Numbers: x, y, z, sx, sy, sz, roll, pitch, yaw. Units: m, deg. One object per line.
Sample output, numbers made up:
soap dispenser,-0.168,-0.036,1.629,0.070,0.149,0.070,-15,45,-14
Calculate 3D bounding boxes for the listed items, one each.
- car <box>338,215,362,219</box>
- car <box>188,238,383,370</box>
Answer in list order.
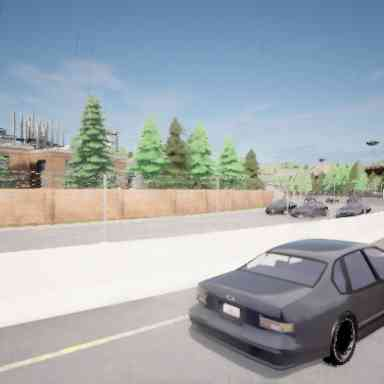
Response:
car,13.385,1.559,27.191,2.033,1.411,5.357,0,0,38
car,2.454,1.553,5.829,5.357,1.411,2.033,0,0,-39
